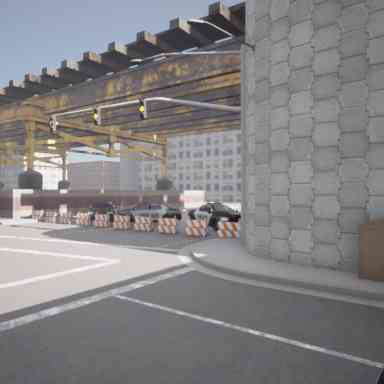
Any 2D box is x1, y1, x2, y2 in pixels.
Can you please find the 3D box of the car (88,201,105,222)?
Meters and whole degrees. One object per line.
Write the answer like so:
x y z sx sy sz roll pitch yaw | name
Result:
-6.896 1.453 25.954 2.038 1.542 4.974 0 0 -10 | car

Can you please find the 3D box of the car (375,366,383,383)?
3.477 1.601 1.492 4.718 1.301 1.895 0 0 36 | car

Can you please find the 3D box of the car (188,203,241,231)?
1.575 1.453 20.627 2.038 1.542 4.974 0 0 -25 | car

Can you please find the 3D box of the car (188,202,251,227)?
1.553 1.295 20.674 1.853 1.218 4.536 0 0 -25 | car

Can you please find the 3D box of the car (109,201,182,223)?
-3.145 1.295 23.205 4.536 1.218 1.853 0 0 0 | car

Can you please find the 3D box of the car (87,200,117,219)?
-6.905 1.295 26.005 1.853 1.218 4.536 0 0 -10 | car

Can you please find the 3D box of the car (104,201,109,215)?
-3.197 1.453 23.205 4.974 1.542 2.038 0 0 0 | car
